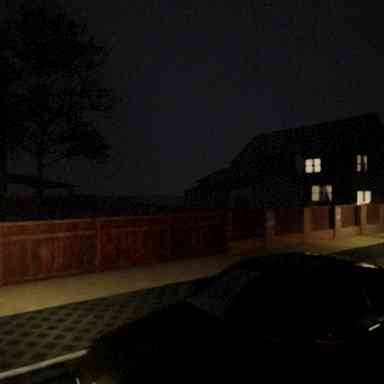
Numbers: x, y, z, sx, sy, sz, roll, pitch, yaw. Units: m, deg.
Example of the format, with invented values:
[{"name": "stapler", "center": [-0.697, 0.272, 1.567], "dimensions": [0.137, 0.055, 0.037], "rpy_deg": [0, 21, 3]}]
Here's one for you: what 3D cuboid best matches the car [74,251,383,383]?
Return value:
[{"name": "car", "center": [1.075, 1.515, 3.836], "dimensions": [4.674, 1.442, 1.812], "rpy_deg": [-1, 1, -35]}]
